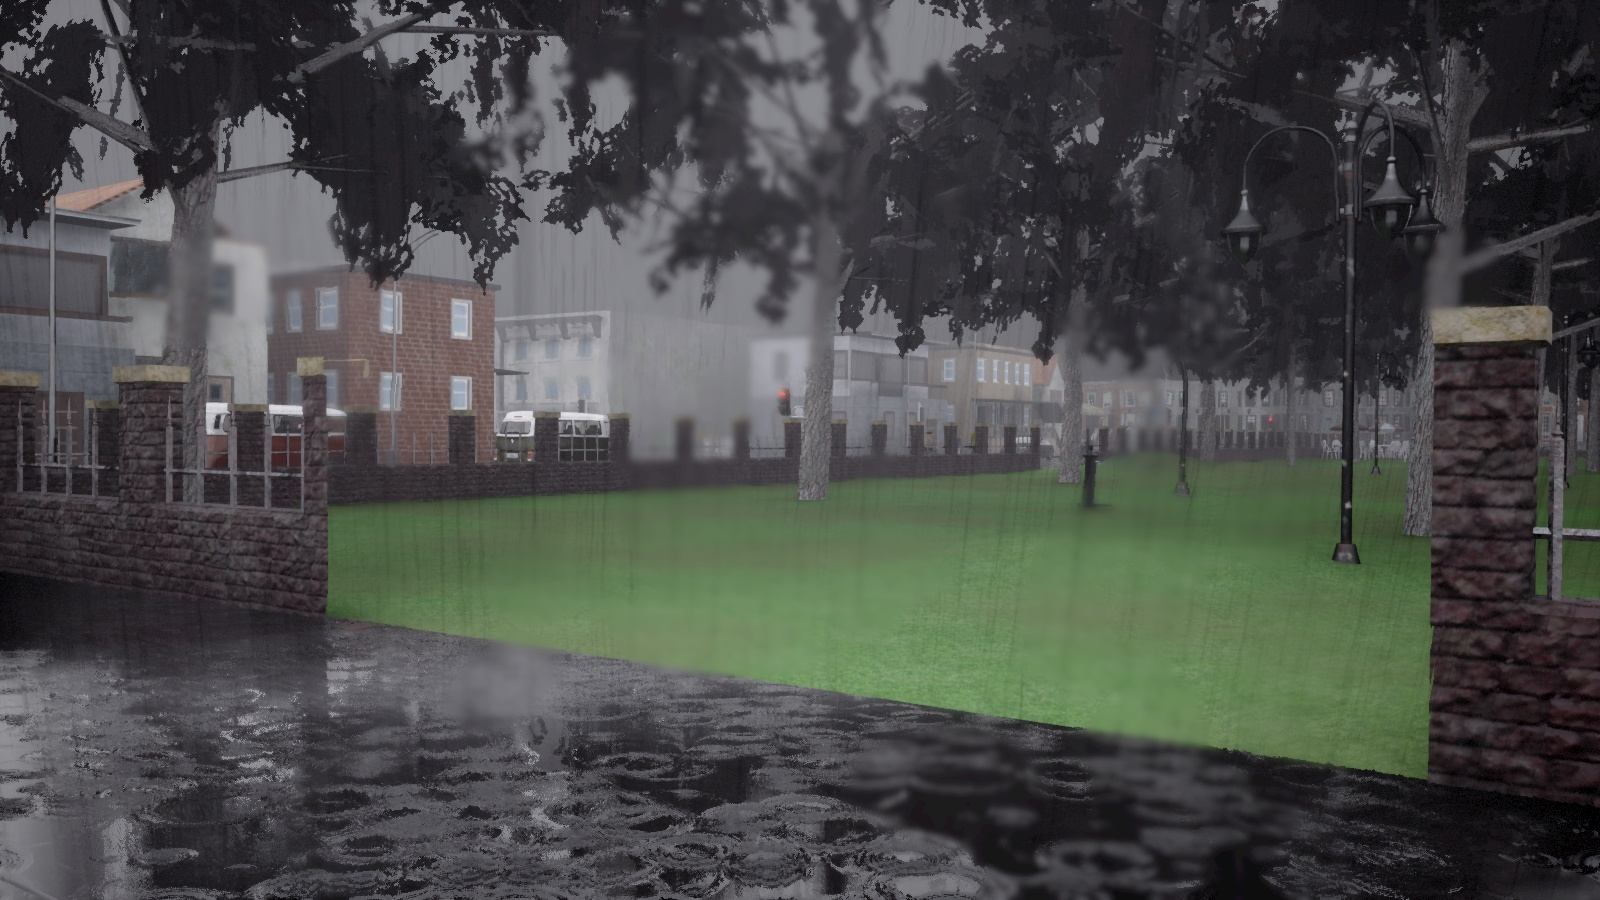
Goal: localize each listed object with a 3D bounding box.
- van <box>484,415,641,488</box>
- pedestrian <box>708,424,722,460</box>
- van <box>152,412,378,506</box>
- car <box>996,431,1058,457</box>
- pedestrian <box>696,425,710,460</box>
[{"bbox_3d":[-7.002,0.007,37.457,2.069,2.038,4.480,0,1,33],"label":"van"},{"bbox_3d":[-4.451,-0.416,65.733,0.431,1.840,0.709,-1,1,-30],"label":"pedestrian"},{"bbox_3d":[-12.479,0.164,29.562,2.069,2.038,4.480,0,1,33],"label":"van"},{"bbox_3d":[13.397,-0.373,73.902,1.812,1.442,4.674,0,1,35],"label":"car"},{"bbox_3d":[-5.069,-0.409,65.606,0.370,1.835,0.726,-1,1,-36],"label":"pedestrian"}]
